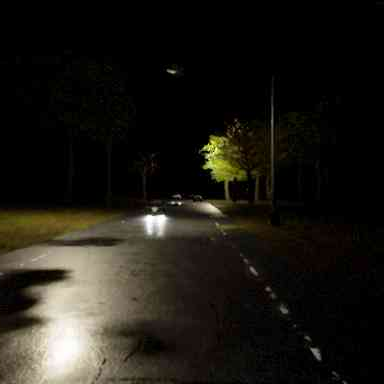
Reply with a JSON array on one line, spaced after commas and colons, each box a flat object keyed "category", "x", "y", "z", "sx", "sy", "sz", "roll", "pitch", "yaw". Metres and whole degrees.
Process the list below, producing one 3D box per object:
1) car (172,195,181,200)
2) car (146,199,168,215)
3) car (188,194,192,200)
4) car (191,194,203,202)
[{"category": "car", "x": -3.472, "y": 1.220, "z": 75.063, "sx": 1.895, "sy": 1.301, "sz": 4.718, "roll": 0, "pitch": 0, "yaw": 0}, {"category": "car", "x": -3.583, "y": 1.497, "z": 34.468, "sx": 2.128, "sy": 1.511, "sz": 4.902, "roll": 0, "pitch": 0, "yaw": 0}, {"category": "car", "x": 0.032, "y": 1.314, "z": 86.947, "sx": 1.994, "sy": 1.385, "sz": 4.181, "roll": 0, "pitch": 0, "yaw": 0}, {"category": "car", "x": 1.251, "y": 1.421, "z": 69.146, "sx": 1.812, "sy": 1.442, "sz": 4.674, "roll": 0, "pitch": 0, "yaw": 0}]
